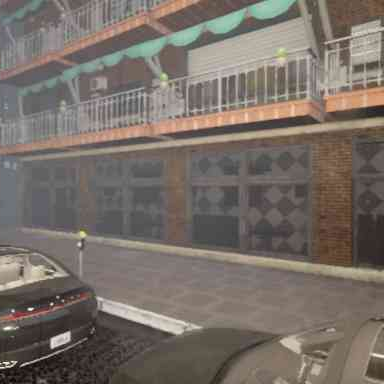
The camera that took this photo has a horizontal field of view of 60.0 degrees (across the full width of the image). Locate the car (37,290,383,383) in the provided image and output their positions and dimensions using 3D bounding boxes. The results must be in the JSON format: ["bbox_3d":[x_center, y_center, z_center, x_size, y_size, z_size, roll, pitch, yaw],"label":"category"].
[{"bbox_3d":[1.255,1.551,1.979,4.403,1.369,2.008,0,0,36],"label":"car"}]

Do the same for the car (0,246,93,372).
[{"bbox_3d":[-3.354,1.538,5.269,4.403,1.369,2.008,0,0,36],"label":"car"}]
